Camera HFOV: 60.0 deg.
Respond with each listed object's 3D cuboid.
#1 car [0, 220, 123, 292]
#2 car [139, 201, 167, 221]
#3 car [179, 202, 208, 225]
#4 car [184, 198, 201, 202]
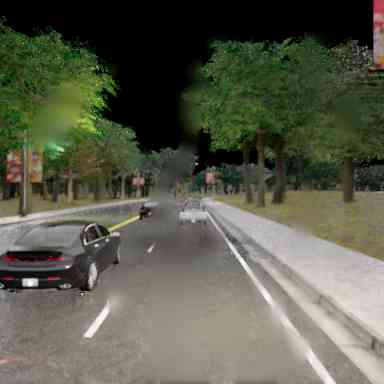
[{"bbox_3d":[-3.151,1.509,8.894,1.837,1.490,4.892,0,0,0],"label":"car"},{"bbox_3d":[-3.152,1.488,27.675,1.882,1.535,5.008,0,0,0],"label":"car"},{"bbox_3d":[0.097,1.610,23.990,1.895,1.301,4.718,0,0,0],"label":"car"},{"bbox_3d":[0.097,1.505,41.955,2.128,1.511,4.902,0,0,0],"label":"car"}]
